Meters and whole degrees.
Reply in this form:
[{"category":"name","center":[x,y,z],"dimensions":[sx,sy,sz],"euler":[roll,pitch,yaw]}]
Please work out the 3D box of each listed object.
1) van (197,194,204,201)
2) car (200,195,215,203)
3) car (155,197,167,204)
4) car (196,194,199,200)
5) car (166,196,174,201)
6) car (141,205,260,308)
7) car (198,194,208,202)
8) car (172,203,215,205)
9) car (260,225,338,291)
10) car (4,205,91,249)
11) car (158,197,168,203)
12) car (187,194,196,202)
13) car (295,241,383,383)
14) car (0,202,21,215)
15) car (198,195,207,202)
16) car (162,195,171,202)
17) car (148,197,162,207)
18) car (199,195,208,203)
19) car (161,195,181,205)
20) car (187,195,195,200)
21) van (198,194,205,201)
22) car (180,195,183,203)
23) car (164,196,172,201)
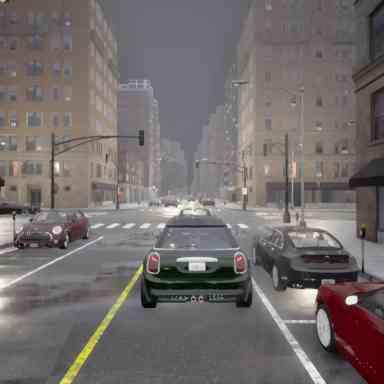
[{"category":"van","center":[2.396,1.503,91.220],"dimensions":[1.690,1.788,3.998],"euler":[0,0,0]},{"category":"car","center":[2.667,1.590,52.671],"dimensions":[1.887,1.381,4.507],"euler":[0,0,0]},{"category":"car","center":[-5.936,1.612,63.630],"dimensions":[1.887,1.381,4.507],"euler":[0,0,0]},{"category":"car","center":[2.551,1.398,69.192],"dimensions":[2.192,1.841,5.009],"euler":[0,0,0]},{"category":"car","center":[-6.131,1.727,91.170],"dimensions":[1.947,1.339,4.313],"euler":[0,0,0]},{"category":"car","center":[0.068,1.354,8.083],"dimensions":[2.097,1.767,4.553],"euler":[0,0,-1]},{"category":"car","center":[2.588,1.594,63.855],"dimensions":[1.752,1.417,4.829],"euler":[0,0,0]},{"category":"car","center":[0.135,1.497,15.443],"dimensions":[2.128,1.511,4.902],"euler":[0,0,0]},{"category":"car","center":[2.696,1.553,8.744],"dimensions":[2.008,1.369,4.403],"euler":[0,0,0]},{"category":"car","center":[-5.816,1.445,14.252],"dimensions":[1.967,1.590,4.097],"euler":[0,0,0]},{"category":"car","center":[-5.975,1.664,69.138],"dimensions":[1.802,1.307,4.206],"euler":[0,0,0]},{"category":"car","center":[-0.198,1.706,80.174],"dimensions":[1.895,1.301,4.718],"euler":[0,0,0]},{"category":"car","center":[2.683,1.545,3.252],"dimensions":[1.887,1.381,4.507],"euler":[0,0,0]},{"category":"car","center":[-16.318,1.531,30.289],"dimensions":[4.718,1.301,1.895],"euler":[0,0,0]},{"category":"car","center":[2.473,1.559,80.205],"dimensions":[1.967,1.590,4.097],"euler":[0,0,0]},{"category":"car","center":[-6.052,1.558,80.154],"dimensions":[1.967,1.590,4.097],"euler":[0,0,0]},{"category":"car","center":[-5.858,1.595,52.614],"dimensions":[2.008,1.369,4.403],"euler":[0,0,0]},{"category":"car","center":[2.512,1.540,74.699],"dimensions":[1.967,1.590,4.097],"euler":[0,0,0]},{"category":"car","center":[-3.078,1.588,50.289],"dimensions":[2.033,1.411,5.357],"euler":[0,0,-1]},{"category":"car","center":[-0.269,1.542,90.149],"dimensions":[1.994,1.385,4.181],"euler":[0,0,0]},{"category":"van","center":[2.435,1.480,85.714],"dimensions":[1.690,1.788,3.998],"euler":[0,0,0]},{"category":"car","center":[-3.131,1.661,60.106],"dimensions":[1.895,1.301,4.718],"euler":[0,0,0]},{"category":"car","center":[-6.092,1.720,85.662],"dimensions":[1.802,1.307,4.206],"euler":[0,0,0]}]
